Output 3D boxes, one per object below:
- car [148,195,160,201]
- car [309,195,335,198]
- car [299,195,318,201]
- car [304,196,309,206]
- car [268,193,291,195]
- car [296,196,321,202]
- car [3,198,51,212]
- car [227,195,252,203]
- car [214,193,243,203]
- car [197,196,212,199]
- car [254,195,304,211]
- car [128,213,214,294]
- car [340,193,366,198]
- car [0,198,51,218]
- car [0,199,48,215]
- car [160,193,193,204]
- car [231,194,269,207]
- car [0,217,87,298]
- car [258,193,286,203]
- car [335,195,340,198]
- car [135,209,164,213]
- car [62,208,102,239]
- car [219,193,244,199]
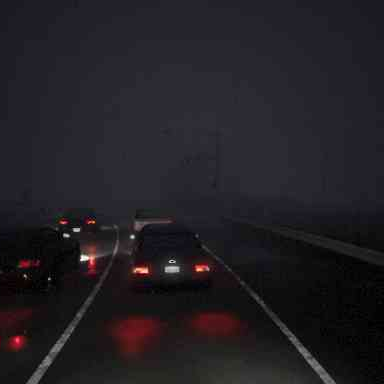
[{"bbox_3d":[-6.911,1.352,67.119,4.553,1.767,2.097,0,0,-20],"label":"car"},{"bbox_3d":[26.155,1.478,67.913,5.008,1.535,1.882,0,0,-22],"label":"car"},{"bbox_3d":[28.116,1.552,80.555,4.181,1.385,1.994,0,0,-26],"label":"car"},{"bbox_3d":[12.781,1.525,44.280,4.674,1.442,1.812,0,0,-20],"label":"car"},{"bbox_3d":[16.849,1.221,64.503,5.566,2.045,2.150,0,0,-19],"label":"car"},{"bbox_3d":[26.534,1.540,75.770,5.357,1.411,2.033,0,0,-22],"label":"car"},{"bbox_3d":[-19.700,1.482,40.021,5.008,1.535,1.882,0,0,-20],"label":"car"},{"bbox_3d":[10.478,1.525,73.319,4.902,1.511,2.128,0,0,-20],"label":"car"},{"bbox_3d":[7.523,1.221,68.544,5.566,2.045,2.150,0,0,-20],"label":"car"},{"bbox_3d":[2.268,1.553,70.362,4.181,1.385,1.994,0,0,-20],"label":"car"},{"bbox_3d":[10.407,1.477,39.706,5.008,1.535,1.882,0,0,-20],"label":"car"},{"bbox_3d":[-0.693,1.547,8.936,2.033,1.411,5.357,0,0,-7],"label":"car"},{"bbox_3d":[35.695,1.225,72.841,5.566,2.045,2.150,0,0,-30],"label":"car"},{"bbox_3d":[-15.492,1.533,30.376,4.674,1.442,1.812,0,0,-20],"label":"car"},{"bbox_3d":[-17.220,1.498,33.475,4.902,1.511,2.128,0,0,-20],"label":"car"},{"bbox_3d":[-2.674,1.352,57.525,4.553,1.767,2.097,0,0,-20],"label":"car"},{"bbox_3d":[8.867,1.506,50.312,4.892,1.490,1.837,0,0,-20],"label":"car"},{"bbox_3d":[-4.208,1.564,8.494,1.994,1.385,4.181,0,0,-6],"label":"car"},{"bbox_3d":[17.275,1.225,72.048,5.566,2.045,2.150,0,0,-20],"label":"car"},{"bbox_3d":[35.197,1.525,80.882,4.902,1.511,2.128,0,0,-34],"label":"car"},{"bbox_3d":[-2.371,1.601,18.437,1.895,1.301,4.718,0,0,-12],"label":"car"},{"bbox_3d":[-5.685,1.526,17.104,1.812,1.442,4.674,0,0,-13],"label":"car"},{"bbox_3d":[7.087,1.221,61.026,5.566,2.045,2.150,0,0,-19],"label":"car"}]
